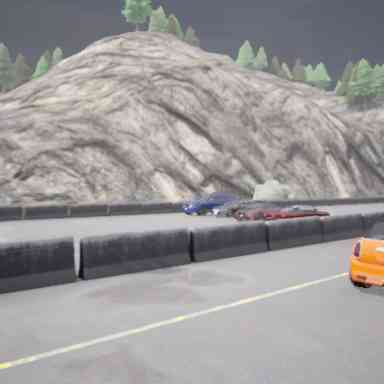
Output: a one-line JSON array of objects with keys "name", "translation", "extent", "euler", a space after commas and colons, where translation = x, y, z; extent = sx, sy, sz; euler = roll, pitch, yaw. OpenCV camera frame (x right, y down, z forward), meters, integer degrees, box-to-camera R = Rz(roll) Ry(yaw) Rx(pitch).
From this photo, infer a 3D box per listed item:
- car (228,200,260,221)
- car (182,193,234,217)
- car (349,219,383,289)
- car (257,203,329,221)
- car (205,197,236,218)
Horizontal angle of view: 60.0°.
[{"name": "car", "translation": [5.151, 1.495, 24.858], "extent": [4.181, 1.385, 1.994], "euler": [0, 0, -35]}, {"name": "car", "translation": [1.738, 1.150, 31.023], "extent": [5.566, 2.045, 2.150], "euler": [0, 0, -35]}, {"name": "car", "translation": [5.766, 1.318, 7.859], "extent": [4.553, 1.767, 2.097], "euler": [0, 0, -35]}, {"name": "car", "translation": [6.786, 1.533, 21.728], "extent": [4.718, 1.301, 1.895], "euler": [0, 0, -35]}, {"name": "car", "translation": [3.910, 1.419, 28.272], "extent": [4.902, 1.511, 2.128], "euler": [0, 0, -35]}]
